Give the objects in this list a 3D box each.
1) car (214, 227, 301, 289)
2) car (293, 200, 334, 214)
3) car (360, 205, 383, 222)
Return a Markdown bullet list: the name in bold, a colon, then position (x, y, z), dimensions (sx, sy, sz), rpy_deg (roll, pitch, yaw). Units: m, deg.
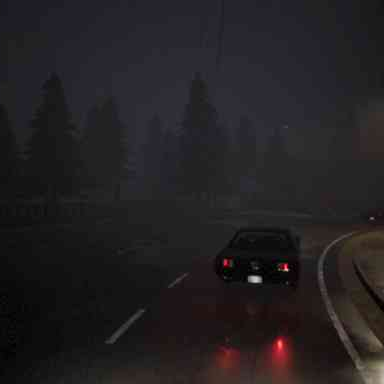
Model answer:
- **car**: position (2.091, 1.633, 9.392), dimensions (1.895, 1.301, 4.718), rpy_deg (0, 0, 19)
- **car**: position (13.657, 1.616, 37.424), dimensions (5.008, 1.535, 1.882), rpy_deg (0, 0, -26)
- **car**: position (15.497, 1.712, 26.421), dimensions (4.718, 1.301, 1.895), rpy_deg (0, 0, -33)
